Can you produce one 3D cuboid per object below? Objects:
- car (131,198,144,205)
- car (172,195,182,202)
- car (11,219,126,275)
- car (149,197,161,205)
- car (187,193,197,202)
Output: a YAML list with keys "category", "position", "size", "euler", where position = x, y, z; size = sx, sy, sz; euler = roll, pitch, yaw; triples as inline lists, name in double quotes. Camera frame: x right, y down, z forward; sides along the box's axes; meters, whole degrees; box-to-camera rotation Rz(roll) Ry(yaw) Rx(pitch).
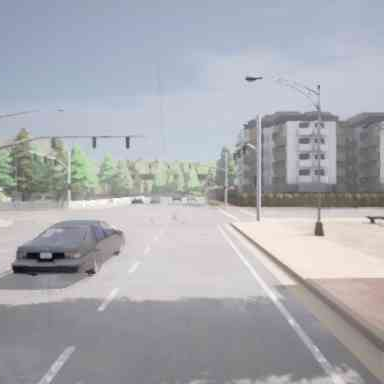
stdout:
- category: "car"
  position: [-10.523, 1.748, 64.249]
  size: [1.895, 1.301, 4.718]
  euler: [0, 0, 0]
- category: "car"
  position: [-3.518, 1.374, 78.074]
  size: [2.097, 1.767, 4.553]
  euler: [0, 0, 0]
- category: "car"
  position: [-3.482, 1.572, 10.472]
  size: [2.033, 1.411, 5.357]
  euler: [0, 0, 0]
- category: "car"
  position: [-7.021, 1.695, 64.275]
  size: [2.033, 1.411, 5.357]
  euler: [0, 0, 0]
- category: "car"
  position: [-0.018, 1.243, 78.149]
  size: [2.150, 2.045, 5.566]
  euler: [0, 0, 0]
